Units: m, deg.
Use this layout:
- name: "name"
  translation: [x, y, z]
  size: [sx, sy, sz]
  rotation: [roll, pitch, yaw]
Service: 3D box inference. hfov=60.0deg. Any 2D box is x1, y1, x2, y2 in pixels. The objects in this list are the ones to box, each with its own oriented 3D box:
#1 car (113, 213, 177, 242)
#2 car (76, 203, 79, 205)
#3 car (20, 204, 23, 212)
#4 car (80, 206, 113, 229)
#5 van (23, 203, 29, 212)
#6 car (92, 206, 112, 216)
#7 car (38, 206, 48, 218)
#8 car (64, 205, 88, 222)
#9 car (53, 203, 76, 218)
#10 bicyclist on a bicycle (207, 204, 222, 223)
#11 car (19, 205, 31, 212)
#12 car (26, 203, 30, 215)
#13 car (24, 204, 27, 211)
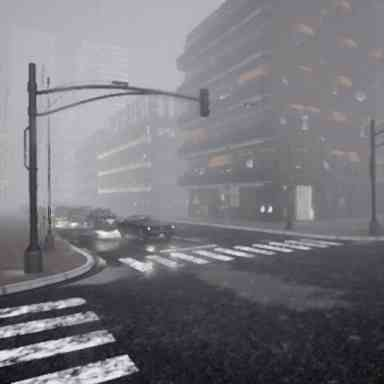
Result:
- name: "car"
  translation: [-2.781, 2.043, 19.591]
  size: [1.895, 1.301, 4.718]
  rotation: [0, -1, -32]
- name: "car"
  translation: [-15.182, 2.694, 47.456]
  size: [1.837, 1.490, 4.892]
  rotation: [0, -1, -29]
- name: "car"
  translation: [-34.758, 3.284, 69.969]
  size: [2.192, 1.841, 5.009]
  rotation: [-1, -1, -30]
- name: "car"
  translation: [-7.475, 2.172, 27.741]
  size: [2.128, 1.511, 4.902]
  rotation: [0, -1, -30]
- name: "van"
  translation: [-29.153, 3.026, 60.271]
  size: [1.690, 1.788, 3.998]
  rotation: [-1, -1, -30]
- name: "car"
  translation: [-13.520, 2.785, 49.843]
  size: [1.802, 1.307, 4.206]
  rotation: [-1, -1, -30]
- name: "car"
  translation: [-20.769, 2.841, 45.705]
  size: [1.802, 1.307, 4.206]
  rotation: [-1, -1, -30]
- name: "car"
  translation: [-12.377, 2.455, 36.273]
  size: [1.812, 1.442, 4.674]
  rotation: [0, -1, -29]
- name: "car"
  translation: [-17.521, 2.697, 45.308]
  size: [1.837, 1.490, 4.892]
  rotation: [0, -1, -29]
- name: "bicyclist on a bicycle"
  translation: [1.942, 1.829, 28.870]
  size: [1.656, 1.620, 0.582]
  rotation: [-1, -1, -30]
- name: "car"
  translation: [-37.558, 3.662, 74.812]
  size: [2.008, 1.369, 4.403]
  rotation: [-1, -1, -30]
- name: "car"
  translation: [-23.565, 2.841, 50.561]
  size: [1.967, 1.590, 4.097]
  rotation: [-1, -1, -30]
- name: "car"
  translation: [-26.354, 3.094, 55.414]
  size: [2.008, 1.369, 4.403]
  rotation: [-1, -1, -30]
